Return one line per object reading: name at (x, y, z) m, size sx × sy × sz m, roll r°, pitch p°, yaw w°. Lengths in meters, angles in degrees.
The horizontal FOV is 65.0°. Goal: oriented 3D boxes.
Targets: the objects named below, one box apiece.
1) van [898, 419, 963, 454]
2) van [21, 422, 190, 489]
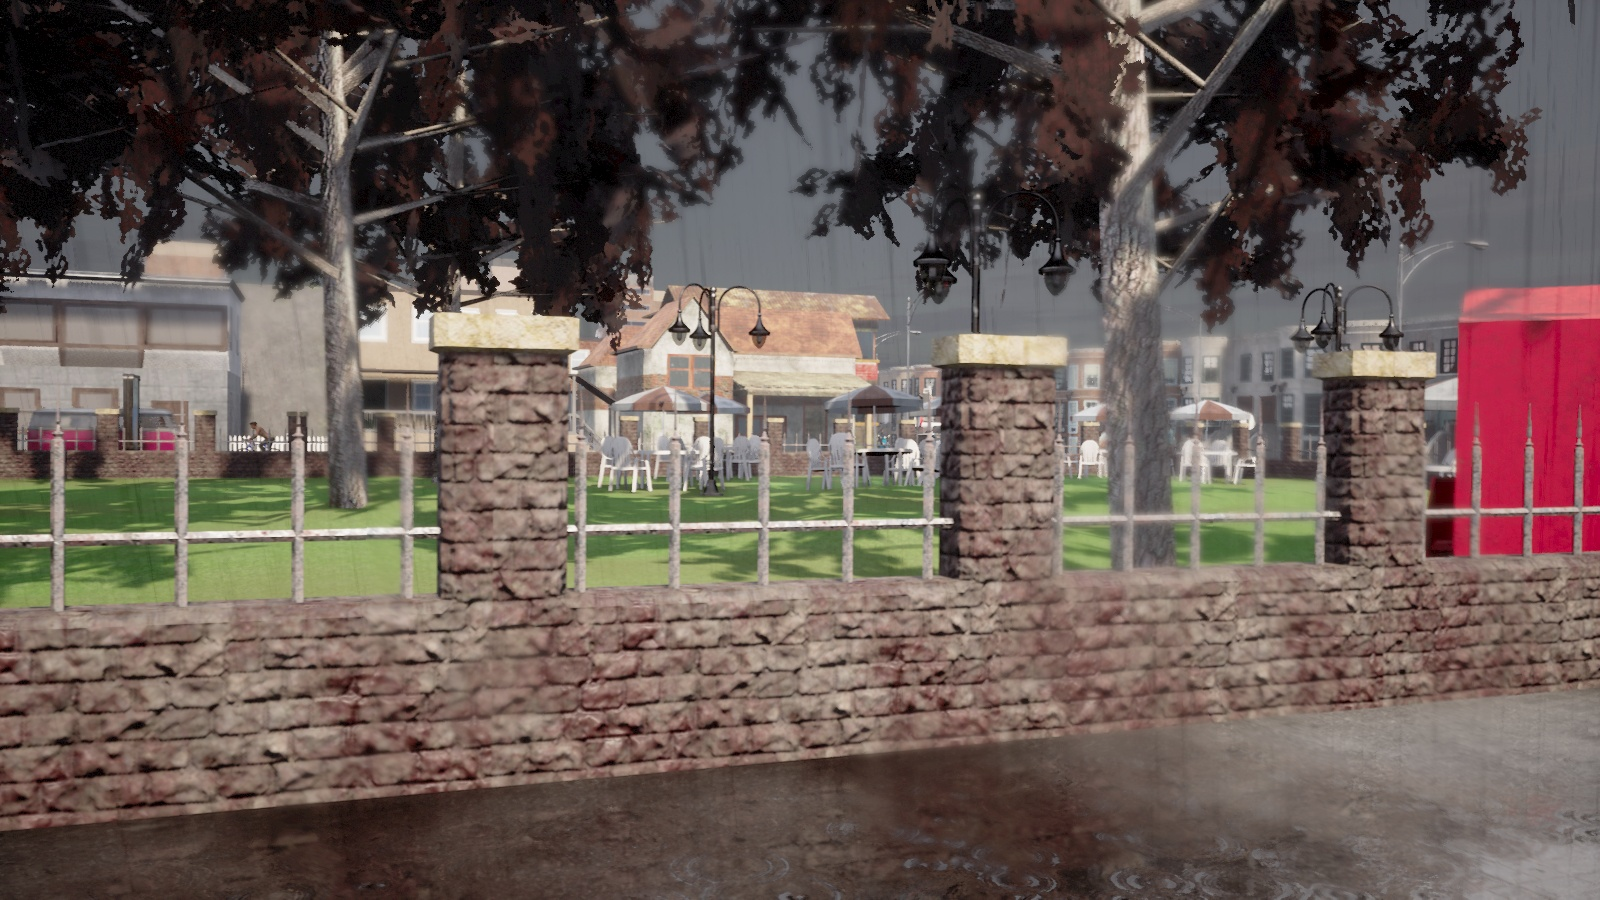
van at (7.839, -0.826, 75.775) m, size 2.069 × 2.038 × 4.480 m, roll -1°, pitch 1°, yaw -21°
van at (-21.807, 0.146, 39.641) m, size 4.442 × 1.987 × 1.775 m, roll -1°, pitch 1°, yaw -21°
